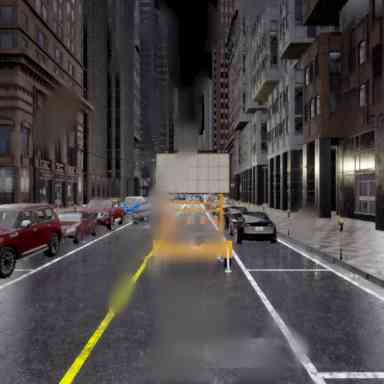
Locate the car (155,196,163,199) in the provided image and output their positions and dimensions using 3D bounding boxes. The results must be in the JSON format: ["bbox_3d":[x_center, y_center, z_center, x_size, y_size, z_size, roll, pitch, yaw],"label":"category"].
[{"bbox_3d":[-5.639,1.461,49.487,1.967,1.590,4.097,0,0,0],"label":"car"}]

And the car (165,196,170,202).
[{"bbox_3d":[-5.611,1.470,60.691,1.967,1.590,4.097,0,0,0],"label":"car"}]

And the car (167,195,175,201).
[{"bbox_3d":[-5.542,1.581,88.528,1.752,1.417,4.829,0,0,0],"label":"car"}]

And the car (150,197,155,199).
[{"bbox_3d":[-5.667,1.538,38.113,1.752,1.417,4.829,0,0,0],"label":"car"}]

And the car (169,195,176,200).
[{"bbox_3d":[-5.527,1.606,94.300,1.887,1.381,4.507,0,0,0],"label":"car"}]

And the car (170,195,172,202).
[{"bbox_3d":[-5.597,1.616,66.291,1.802,1.307,4.206,0,0,0],"label":"car"}]

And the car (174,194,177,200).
[{"bbox_3d":[-5.555,1.601,83.097,2.008,1.369,4.403,0,0,0],"label":"car"}]

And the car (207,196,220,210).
[{"bbox_3d":[2.845,1.449,32.675,1.967,1.590,4.097,0,0,0],"label":"car"}]

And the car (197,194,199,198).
[{"bbox_3d":[2.998,1.606,94.297,1.887,1.381,4.507,0,0,0],"label":"car"}]

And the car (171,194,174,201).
[{"bbox_3d":[-5.583,1.605,71.894,1.947,1.339,4.313,0,0,0],"label":"car"}]

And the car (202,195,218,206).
[{"bbox_3d":[2.873,1.331,43.878,2.192,1.841,5.009,0,0,0],"label":"car"}]

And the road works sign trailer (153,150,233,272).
[{"bbox_3d":[0.025,0.465,10.726,2.380,3.560,2.880,0,0,0],"label":"road works sign trailer"}]

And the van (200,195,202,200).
[{"bbox_3d":[2.915,1.370,60.685,1.690,1.788,3.998,0,0,0],"label":"van"}]

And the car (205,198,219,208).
[{"bbox_3d":[2.886,1.602,49.481,1.802,1.307,4.206,0,0,0],"label":"car"}]

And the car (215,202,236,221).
[{"bbox_3d":[2.817,1.570,21.470,1.947,1.339,4.313,0,0,0],"label":"car"}]

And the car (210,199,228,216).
[{"bbox_3d":[2.831,1.557,27.072,2.008,1.369,4.403,0,0,0],"label":"car"}]

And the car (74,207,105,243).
[{"bbox_3d":[-5.722,1.584,15.876,1.802,1.307,4.206,0,0,0],"label":"car"}]

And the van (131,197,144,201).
[{"bbox_3d":[-5.680,1.350,32.681,1.690,1.788,3.998,0,0,0],"label":"van"}]

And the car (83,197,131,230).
[{"bbox_3d":[-5.707,1.319,21.479,2.192,1.841,5.009,0,0,0],"label":"car"}]

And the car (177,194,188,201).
[{"bbox_3d":[-2.776,1.540,90.733,1.882,1.535,5.008,0,0,0],"label":"car"}]

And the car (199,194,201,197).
[{"bbox_3d":[2.942,1.621,71.889,1.802,1.307,4.206,0,0,0],"label":"car"}]

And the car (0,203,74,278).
[{"bbox_3d":[-5.735,1.316,10.275,2.192,1.841,5.009,0,0,0],"label":"car"}]

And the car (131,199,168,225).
[{"bbox_3d":[-3.042,1.509,24.246,1.837,1.490,4.892,0,0,0],"label":"car"}]

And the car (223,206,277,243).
[{"bbox_3d":[2.803,1.568,15.868,1.947,1.339,4.313,0,0,0],"label":"car"}]
